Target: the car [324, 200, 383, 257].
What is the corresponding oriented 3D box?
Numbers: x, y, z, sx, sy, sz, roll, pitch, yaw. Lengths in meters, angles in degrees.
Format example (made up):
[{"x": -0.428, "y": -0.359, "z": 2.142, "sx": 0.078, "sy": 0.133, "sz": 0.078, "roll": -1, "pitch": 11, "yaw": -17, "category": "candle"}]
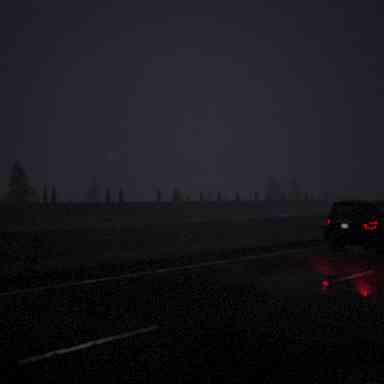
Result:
[{"x": 7.755, "y": 1.350, "z": 13.703, "sx": 5.566, "sy": 2.045, "sz": 2.150, "roll": 0, "pitch": 0, "yaw": -35, "category": "car"}]
